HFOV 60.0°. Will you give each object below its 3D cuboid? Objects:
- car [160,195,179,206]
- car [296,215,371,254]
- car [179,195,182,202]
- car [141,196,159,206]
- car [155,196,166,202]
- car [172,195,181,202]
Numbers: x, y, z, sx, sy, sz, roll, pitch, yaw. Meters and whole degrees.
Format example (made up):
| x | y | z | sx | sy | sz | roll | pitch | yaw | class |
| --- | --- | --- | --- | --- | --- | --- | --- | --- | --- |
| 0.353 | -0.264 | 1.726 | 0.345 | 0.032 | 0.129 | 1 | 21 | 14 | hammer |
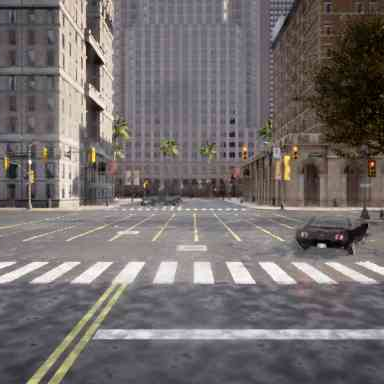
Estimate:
| x | y | z | sx | sy | sz | roll | pitch | yaw | class |
| --- | --- | --- | --- | --- | --- | --- | --- | --- | --- |
| -3.641 | 1.547 | 55.052 | 2.033 | 1.411 | 5.357 | 0 | 0 | 0 | car |
| 5.929 | 1.601 | 13.592 | 1.895 | 1.301 | 4.718 | 0 | 0 | 36 | car |
| -3.569 | 1.491 | 64.898 | 2.128 | 1.511 | 4.902 | 0 | 0 | 1 | car |
| -7.134 | 1.491 | 54.290 | 2.128 | 1.511 | 4.902 | 0 | 0 | 0 | car |
| -6.941 | 1.553 | 73.543 | 1.994 | 1.385 | 4.181 | 0 | 0 | 1 | car |
| -3.424 | 1.500 | 75.310 | 1.837 | 1.490 | 4.892 | 0 | 0 | 1 | car |
